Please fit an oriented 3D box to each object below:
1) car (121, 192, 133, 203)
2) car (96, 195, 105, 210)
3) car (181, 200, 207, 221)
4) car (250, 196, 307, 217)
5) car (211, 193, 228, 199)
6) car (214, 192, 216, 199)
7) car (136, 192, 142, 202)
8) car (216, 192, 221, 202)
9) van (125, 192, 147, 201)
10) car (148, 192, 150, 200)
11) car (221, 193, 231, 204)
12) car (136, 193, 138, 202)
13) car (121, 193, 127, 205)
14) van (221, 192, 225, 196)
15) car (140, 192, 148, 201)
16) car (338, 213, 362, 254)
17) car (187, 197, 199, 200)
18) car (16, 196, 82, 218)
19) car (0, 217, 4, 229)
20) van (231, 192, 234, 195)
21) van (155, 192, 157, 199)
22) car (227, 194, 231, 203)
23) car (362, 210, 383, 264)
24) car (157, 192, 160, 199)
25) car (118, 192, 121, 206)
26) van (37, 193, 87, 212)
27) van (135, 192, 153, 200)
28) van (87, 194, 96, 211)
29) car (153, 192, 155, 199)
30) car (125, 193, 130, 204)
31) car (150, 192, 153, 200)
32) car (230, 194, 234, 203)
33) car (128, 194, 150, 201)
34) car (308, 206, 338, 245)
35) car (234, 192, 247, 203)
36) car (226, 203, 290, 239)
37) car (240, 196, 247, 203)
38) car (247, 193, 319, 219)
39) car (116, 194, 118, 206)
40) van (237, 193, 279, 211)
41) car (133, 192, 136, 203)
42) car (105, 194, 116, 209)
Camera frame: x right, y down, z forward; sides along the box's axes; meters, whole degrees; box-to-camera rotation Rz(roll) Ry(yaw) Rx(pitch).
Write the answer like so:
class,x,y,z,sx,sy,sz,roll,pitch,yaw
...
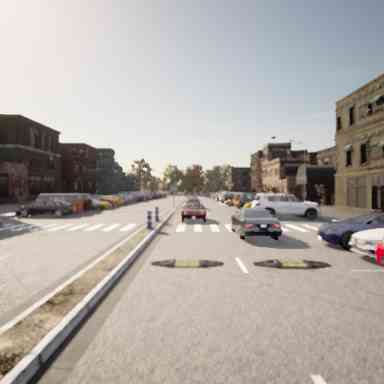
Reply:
class,x,y,z,sx,sy,sz,roll,pitch,yaw
car,-12.474,1.161,53.645,4.553,1.767,2.185,0,0,0
car,-12.541,1.389,36.972,4.674,1.452,2.002,0,0,0
car,0.131,1.546,26.189,1.895,1.301,4.718,0,0,0
car,7.708,1.286,30.062,4.553,1.767,2.185,0,0,0
car,7.723,1.168,93.603,4.553,1.767,2.185,0,0,0
car,7.721,1.277,71.548,4.892,1.521,2.231,0,0,0
car,-12.483,1.268,61.984,4.892,1.521,2.231,0,0,0
car,7.742,1.042,60.519,5.566,2.045,2.435,0,0,0
van,-12.350,1.032,73.099,4.442,1.987,1.878,0,0,0
car,-12.287,1.255,70.320,5.366,1.575,1.946,0,0,0
car,7.515,1.325,49.490,5.366,1.575,1.946,0,0,0
car,-12.492,1.313,59.205,4.674,1.452,2.002,0,0,0
car,-12.512,1.306,48.091,5.008,1.535,2.097,0,0,0
van,7.827,1.075,57.760,4.442,1.987,1.878,0,0,0
car,-12.449,1.008,67.542,5.566,2.045,2.435,0,0,0
car,7.656,1.506,10.882,4.674,1.452,2.002,0,0,0
car,0.151,1.382,42.352,1.837,1.490,4.892,0,0,0
car,-12.549,1.381,28.633,4.892,1.521,2.231,0,0,0
car,-12.548,1.447,17.516,4.792,1.488,2.163,0,0,0
van,7.811,1.125,43.975,4.442,1.987,1.878,0,0,0
van,-12.316,1.050,89.772,4.442,1.987,1.878,0,0,0
car,7.695,1.379,46.733,4.674,1.452,2.002,0,0,0
car,7.622,1.219,8.123,5.566,2.045,2.435,0,0,0
car,-12.456,1.033,92.553,5.566,2.045,2.435,0,0,0
car,-12.553,1.190,45.309,4.553,1.767,2.185,0,0,0
van,-12.667,1.144,31.413,4.442,1.987,1.878,0,0,0
van,-12.556,1.045,86.995,4.442,1.987,1.878,0,0,0
van,-12.661,1.134,34.192,4.442,1.987,1.878,0,0,0
car,-12.442,1.305,84.090,4.674,1.452,2.002,0,0,0
car,-12.517,1.297,50.868,4.892,1.521,2.231,0,0,0
car,-12.433,1.006,75.877,5.566,2.045,2.435,0,0,0
car,7.696,1.363,41.218,5.008,1.535,2.097,0,0,0
car,-12.449,1.260,78.658,4.892,1.521,2.231,0,0,0
car,7.628,1.490,13.639,4.792,1.488,2.163,0,0,0
car,7.712,1.137,35.701,5.566,2.045,2.435,0,0,0
car,3.111,1.520,16.972,2.033,1.411,5.357,0,0,0
car,7.675,1.400,32.820,5.008,1.535,2.097,0,0,0
car,7.702,1.170,27.427,5.566,2.045,2.435,0,0,0
car,-12.522,1.327,42.531,5.008,1.535,2.097,0,0,0
van,7.571,1.150,38.459,4.442,1.987,1.878,0,0,0
car,-12.468,1.154,56.426,4.553,1.767,2.185,0,0,0
car,-12.348,1.335,39.751,5.366,1.575,1.946,0,0,0
